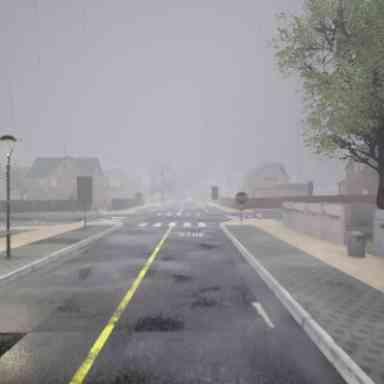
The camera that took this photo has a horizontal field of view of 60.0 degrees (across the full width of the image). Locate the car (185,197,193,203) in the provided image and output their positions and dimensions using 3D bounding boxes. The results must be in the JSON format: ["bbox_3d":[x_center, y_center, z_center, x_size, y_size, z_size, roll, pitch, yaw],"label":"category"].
[{"bbox_3d":[-0.741,2.004,83.757,1.994,1.385,4.181,0,-1,-2],"label":"car"}]

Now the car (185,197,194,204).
[{"bbox_3d":[-0.575,2.005,73.732,1.812,1.442,4.674,0,-1,-1],"label":"car"}]
